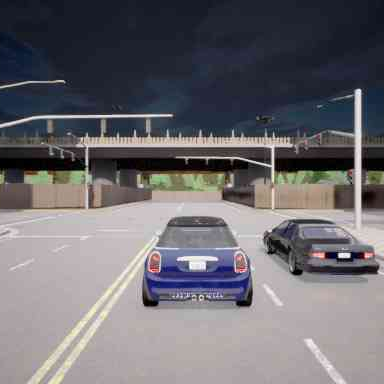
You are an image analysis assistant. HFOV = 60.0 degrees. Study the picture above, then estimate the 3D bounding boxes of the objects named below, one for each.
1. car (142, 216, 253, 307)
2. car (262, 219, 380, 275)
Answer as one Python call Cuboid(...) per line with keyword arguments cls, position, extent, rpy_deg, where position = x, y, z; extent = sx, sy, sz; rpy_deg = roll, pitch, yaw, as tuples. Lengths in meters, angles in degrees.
Cuboid(cls="car", position=(0.104, 1.352, 8.159), extent=(2.097, 1.767, 4.553), rpy_deg=(0, 0, 0))
Cuboid(cls="car", position=(3.605, 1.547, 10.378), extent=(2.033, 1.411, 5.357), rpy_deg=(0, 0, 0))
